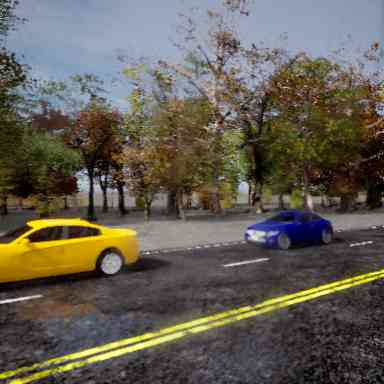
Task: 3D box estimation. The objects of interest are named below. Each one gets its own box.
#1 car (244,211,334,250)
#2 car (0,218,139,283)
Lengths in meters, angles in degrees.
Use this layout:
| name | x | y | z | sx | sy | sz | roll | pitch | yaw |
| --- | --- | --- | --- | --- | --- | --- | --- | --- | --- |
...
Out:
| name | x | y | z | sx | sy | sz | roll | pitch | yaw |
| --- | --- | --- | --- | --- | --- | --- | --- | --- | --- |
| car | 4.423 | 1.594 | 14.767 | 4.674 | 1.442 | 1.812 | 0 | 0 | -35 |
| car | -3.877 | 1.485 | 8.895 | 5.008 | 1.535 | 1.882 | 1 | 0 | -35 |
